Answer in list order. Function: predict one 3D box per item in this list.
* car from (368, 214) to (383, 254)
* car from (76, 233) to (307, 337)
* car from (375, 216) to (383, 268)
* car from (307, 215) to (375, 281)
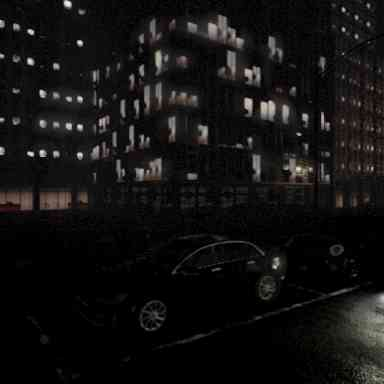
[{"bbox_3d":[9.018,1.551,12.993,4.403,1.369,2.008,0,0,-36],"label":"car"},{"bbox_3d":[0.011,1.551,6.567,4.403,1.369,2.008,0,0,-36],"label":"car"},{"bbox_3d":[6.786,1.352,8.218,4.553,1.767,2.097,0,0,-35],"label":"car"},{"bbox_3d":[4.515,1.440,9.780,4.097,1.590,1.967,0,0,-36],"label":"car"}]
